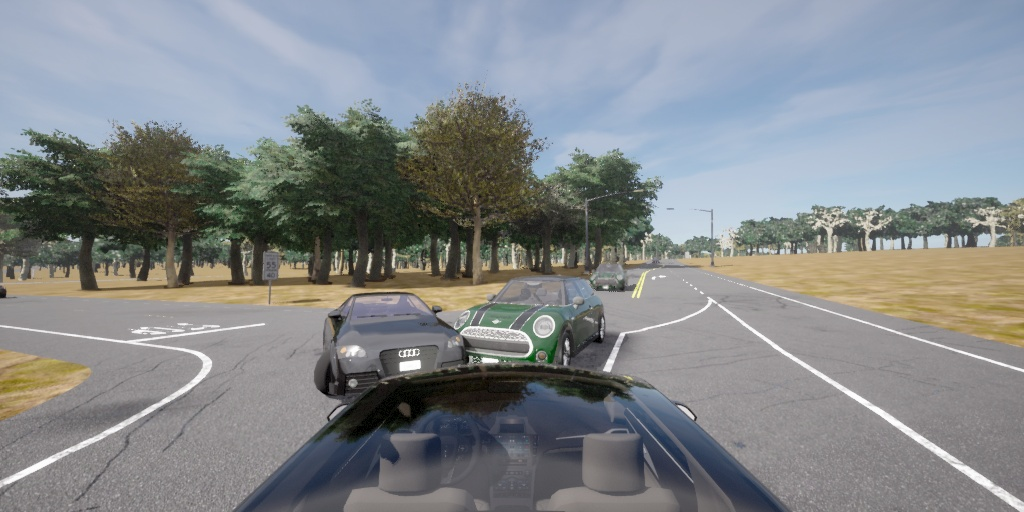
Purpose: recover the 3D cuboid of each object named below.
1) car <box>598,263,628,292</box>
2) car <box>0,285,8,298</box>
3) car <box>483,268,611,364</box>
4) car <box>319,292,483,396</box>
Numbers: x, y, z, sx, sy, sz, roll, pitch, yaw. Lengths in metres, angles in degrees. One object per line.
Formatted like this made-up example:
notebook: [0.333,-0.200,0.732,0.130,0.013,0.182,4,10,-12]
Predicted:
car: [6.364,1.287,23.393,2.097,1.767,4.553,-1,0,21]
car: [-40.855,2.561,27.428,4.181,1.385,1.994,-2,-3,22]
car: [0.617,1.218,7.857,2.097,1.767,4.553,-1,-2,26]
car: [-2.355,1.376,6.652,1.994,1.385,4.181,1,-2,-29]
